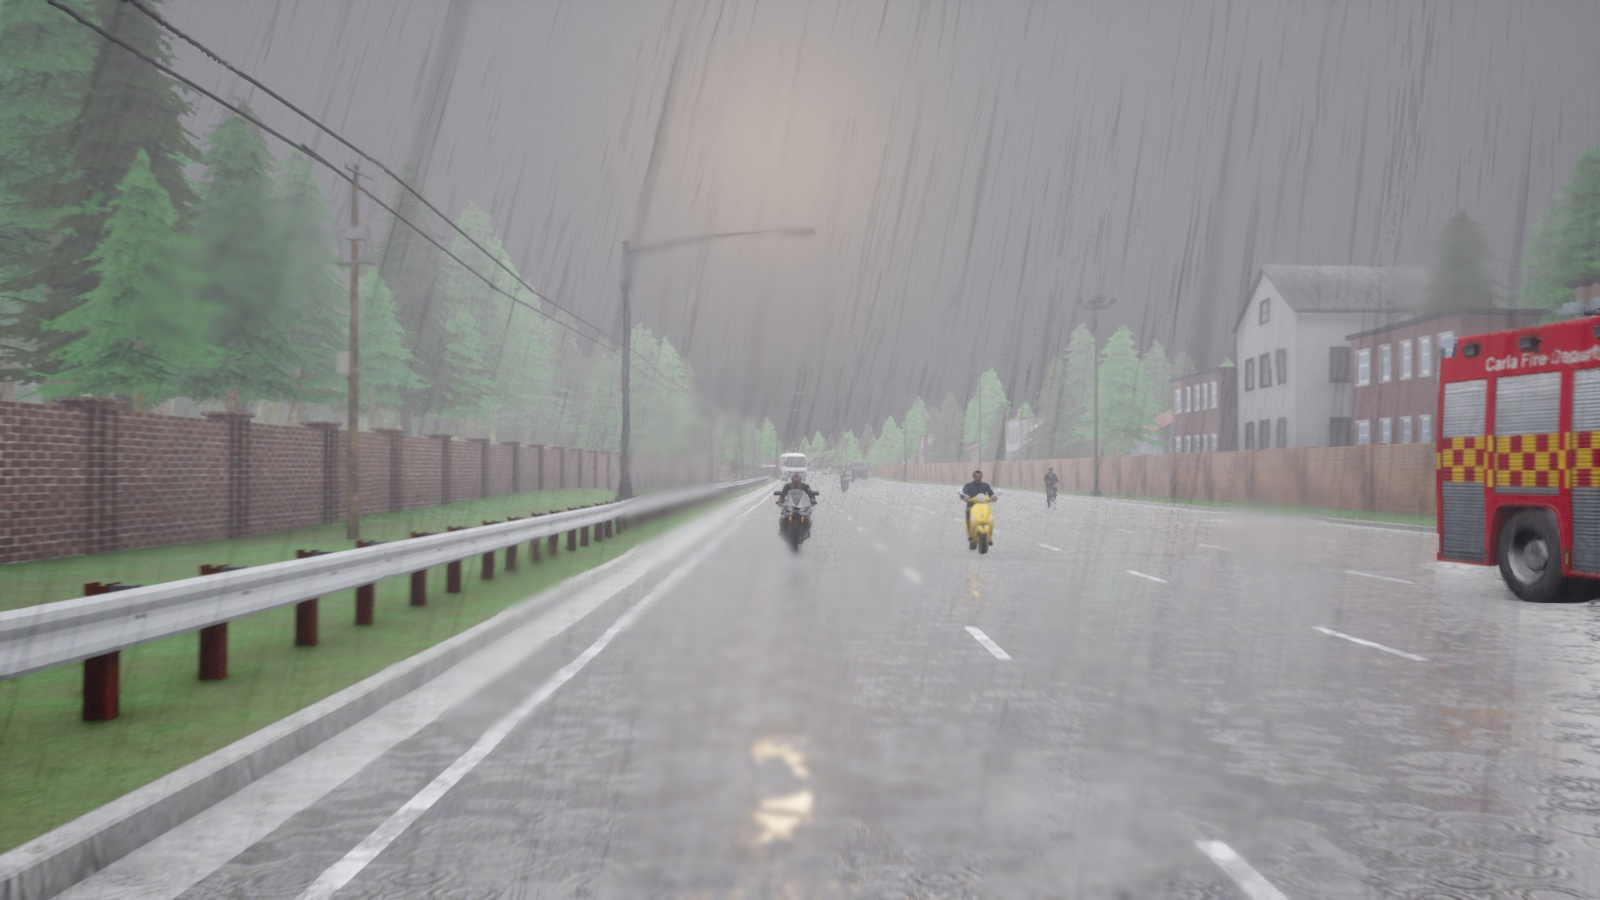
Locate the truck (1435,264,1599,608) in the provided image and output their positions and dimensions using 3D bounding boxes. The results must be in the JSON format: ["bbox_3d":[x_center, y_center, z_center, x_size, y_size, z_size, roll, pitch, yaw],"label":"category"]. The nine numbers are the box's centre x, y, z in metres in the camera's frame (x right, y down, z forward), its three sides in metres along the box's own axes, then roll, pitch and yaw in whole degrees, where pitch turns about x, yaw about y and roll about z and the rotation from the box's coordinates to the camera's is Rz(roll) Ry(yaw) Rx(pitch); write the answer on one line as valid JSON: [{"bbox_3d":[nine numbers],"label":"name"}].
[{"bbox_3d":[10.514,-0.178,12.816,2.891,3.827,8.468,0,-1,-7],"label":"truck"}]

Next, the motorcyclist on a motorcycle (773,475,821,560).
[{"bbox_3d":[-0.059,1.250,24.003,0.866,1.530,2.191,0,-1,0],"label":"motorcyclist on a motorcycle"}]

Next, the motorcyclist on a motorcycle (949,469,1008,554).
[{"bbox_3d":[3.440,1.161,24.369,0.866,1.590,1.817,0,-1,0],"label":"motorcyclist on a motorcycle"}]
